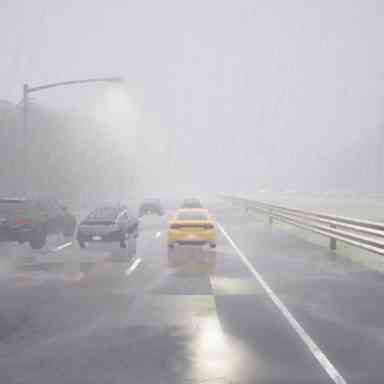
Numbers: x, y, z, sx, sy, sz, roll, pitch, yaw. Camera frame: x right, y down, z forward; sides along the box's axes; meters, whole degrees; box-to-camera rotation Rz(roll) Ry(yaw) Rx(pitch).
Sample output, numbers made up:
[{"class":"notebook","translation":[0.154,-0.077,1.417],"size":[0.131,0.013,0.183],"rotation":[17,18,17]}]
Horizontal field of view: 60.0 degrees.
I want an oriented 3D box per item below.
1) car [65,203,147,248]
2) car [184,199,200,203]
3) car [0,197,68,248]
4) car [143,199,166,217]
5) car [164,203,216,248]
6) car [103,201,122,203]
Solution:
[{"class":"car","translation":[-3.500,1.468,14.647],"size":[2.128,1.511,4.902],"rotation":[0,0,0]},{"class":"car","translation":[-0.001,1.354,29.642],"size":[1.837,1.490,4.892],"rotation":[0,1,0]},{"class":"car","translation":[-7.000,1.230,14.676],"size":[2.150,2.045,5.566],"rotation":[0,0,0]},{"class":"car","translation":[-3.501,1.354,29.642],"size":[1.837,1.490,4.892],"rotation":[0,1,0]},{"class":"car","translation":[0.000,1.458,14.647],"size":[1.882,1.535,5.008],"rotation":[0,0,0]},{"class":"car","translation":[-7.000,1.454,29.673],"size":[1.895,1.301,4.718],"rotation":[0,1,0]}]
